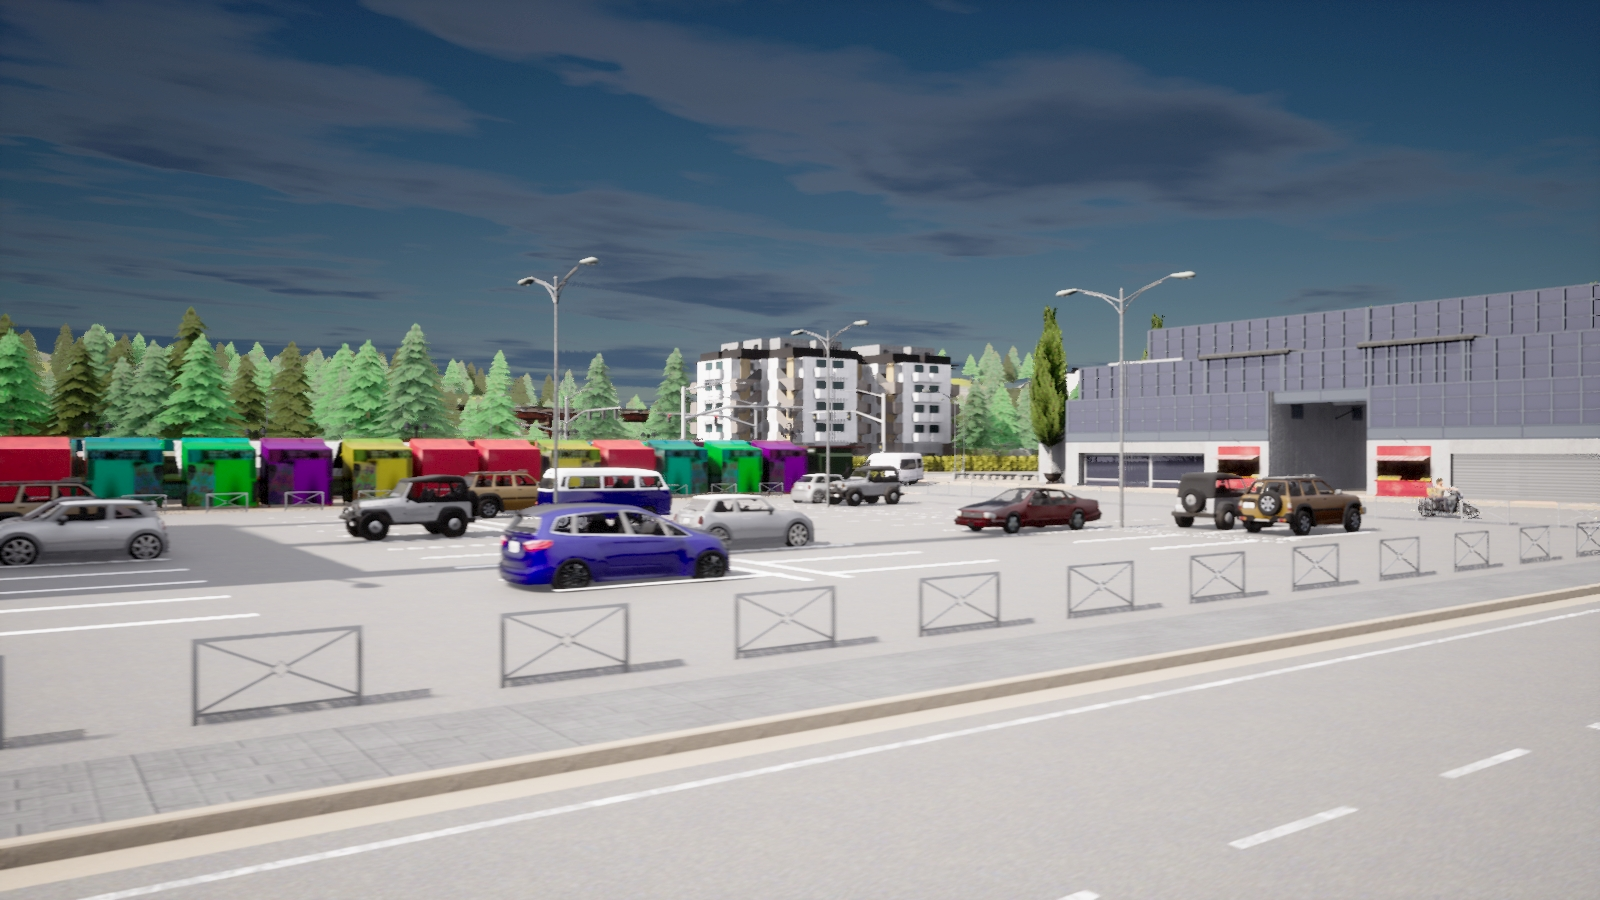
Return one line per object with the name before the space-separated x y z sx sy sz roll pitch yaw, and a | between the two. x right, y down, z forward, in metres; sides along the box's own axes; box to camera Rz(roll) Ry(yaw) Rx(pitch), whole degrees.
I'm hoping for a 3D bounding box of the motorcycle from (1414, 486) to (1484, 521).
motorcycle | 26.417 2.147 46.544 0.764 1.307 2.356 0 0 -34
